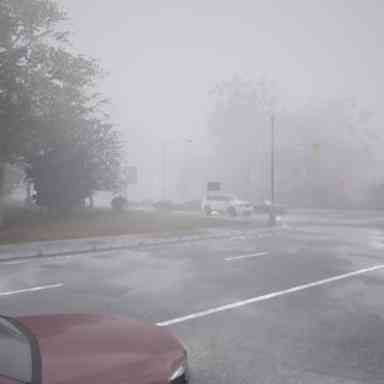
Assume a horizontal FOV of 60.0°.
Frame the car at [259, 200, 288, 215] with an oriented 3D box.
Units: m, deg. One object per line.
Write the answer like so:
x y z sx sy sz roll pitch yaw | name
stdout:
7.203 1.499 32.860 1.812 1.442 4.674 0 0 -39 | car

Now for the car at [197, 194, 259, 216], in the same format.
3.317 1.200 32.142 2.150 2.045 5.566 0 0 -39 | car

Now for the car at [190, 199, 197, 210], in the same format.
1.251 1.521 40.378 2.033 1.411 5.357 0 0 -38 | car

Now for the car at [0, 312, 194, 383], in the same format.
-2.128 1.525 2.197 4.674 1.442 1.812 0 0 -36 | car

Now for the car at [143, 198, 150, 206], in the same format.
-5.986 1.539 49.499 1.994 1.385 4.181 0 0 -38 | car

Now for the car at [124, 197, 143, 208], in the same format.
-9.396 1.506 48.161 1.812 1.442 4.674 0 0 -39 | car

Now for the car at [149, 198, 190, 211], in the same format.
-2.755 1.580 39.786 1.895 1.301 4.718 0 0 -39 | car
